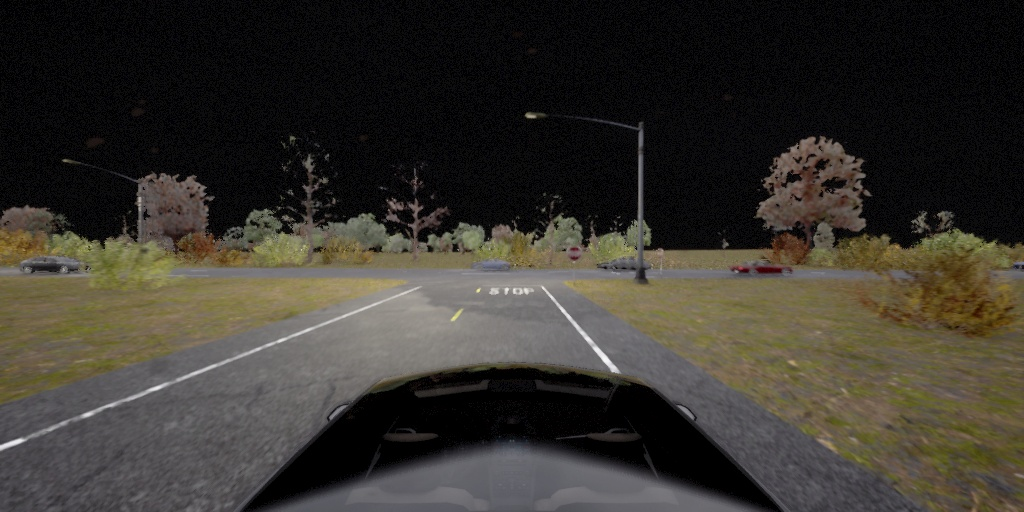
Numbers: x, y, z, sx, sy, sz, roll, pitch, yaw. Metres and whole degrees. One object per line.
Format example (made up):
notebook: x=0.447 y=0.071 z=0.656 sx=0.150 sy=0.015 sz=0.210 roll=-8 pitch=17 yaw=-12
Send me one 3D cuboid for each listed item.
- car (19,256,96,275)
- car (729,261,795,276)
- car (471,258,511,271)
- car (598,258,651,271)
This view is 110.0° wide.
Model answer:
car: x=-37.960 y=0.767 z=30.035 sx=4.892 sy=1.490 sz=1.837 roll=0 pitch=1 yaw=-2
car: x=22.034 y=1.083 z=31.703 sx=4.718 sy=1.301 sz=1.895 roll=0 pitch=1 yaw=-2
car: x=-2.235 y=0.880 z=38.052 sx=4.181 sy=1.385 sz=1.994 roll=0 pitch=1 yaw=-1
car: x=11.989 y=0.925 z=38.425 sx=5.357 sy=1.411 sz=2.033 roll=0 pitch=1 yaw=-2
